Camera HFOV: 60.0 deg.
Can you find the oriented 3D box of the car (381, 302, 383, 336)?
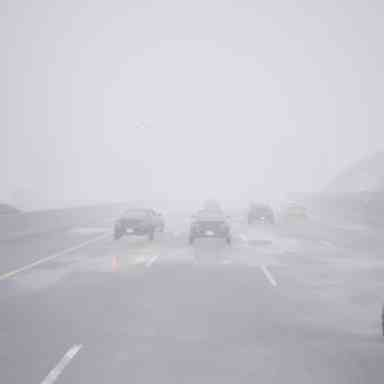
[{"bbox_3d":[3.727,1.369,2.891,2.097,1.767,4.553,0,0,1],"label":"car"}]

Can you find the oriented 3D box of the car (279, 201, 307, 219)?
[{"bbox_3d":[8.735,1.518,29.476,1.882,1.535,5.008,0,0,4],"label":"car"}]

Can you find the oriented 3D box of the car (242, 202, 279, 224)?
[{"bbox_3d":[4.946,1.528,25.013,1.837,1.490,4.892,0,0,4],"label":"car"}]

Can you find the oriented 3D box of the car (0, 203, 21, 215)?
[{"bbox_3d":[-13.025,1.421,21.283,1.882,1.535,5.008,0,0,4],"label":"car"}]

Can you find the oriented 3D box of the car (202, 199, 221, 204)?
[{"bbox_3d":[2.267,1.517,38.055,1.837,1.490,4.892,0,0,4],"label":"car"}]

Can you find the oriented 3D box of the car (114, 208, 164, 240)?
[{"bbox_3d":[-2.580,1.515,16.780,1.812,1.442,4.674,0,0,3],"label":"car"}]

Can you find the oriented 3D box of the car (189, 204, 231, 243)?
[{"bbox_3d":[0.881,1.530,16.057,1.812,1.442,4.674,0,0,3],"label":"car"}]
